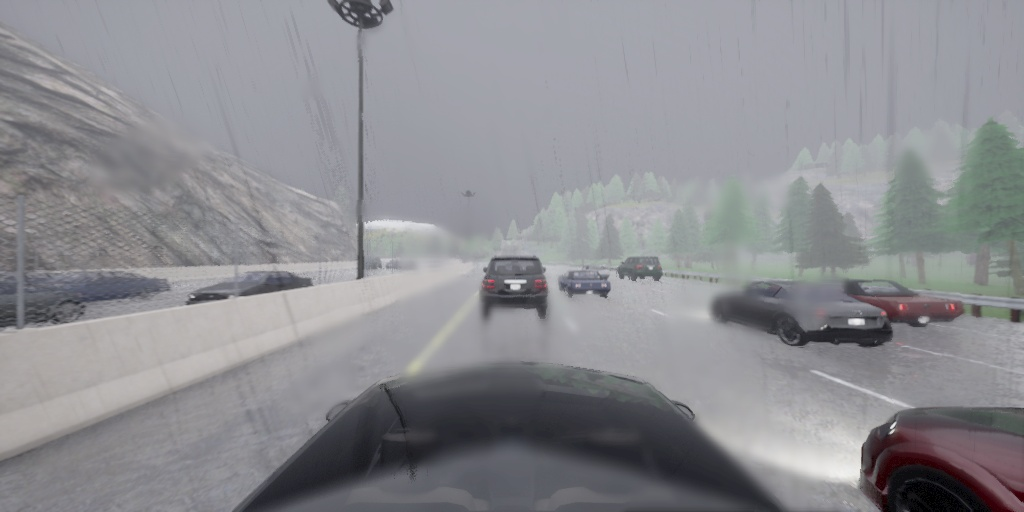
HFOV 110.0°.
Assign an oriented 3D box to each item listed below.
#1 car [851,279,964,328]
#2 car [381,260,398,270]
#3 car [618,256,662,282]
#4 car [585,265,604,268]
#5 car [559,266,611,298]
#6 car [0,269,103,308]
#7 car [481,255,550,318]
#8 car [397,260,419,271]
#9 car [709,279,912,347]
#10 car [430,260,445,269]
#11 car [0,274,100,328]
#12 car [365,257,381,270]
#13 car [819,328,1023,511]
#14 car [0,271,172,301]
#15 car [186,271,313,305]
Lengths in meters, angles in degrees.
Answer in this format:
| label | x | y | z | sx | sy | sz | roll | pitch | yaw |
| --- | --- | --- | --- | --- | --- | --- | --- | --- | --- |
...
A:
| label | x | y | z | sx | sy | sz | roll | pitch | yaw |
| --- | --- | --- | --- | --- | --- | --- | --- | --- | --- |
| car | 10.598 | 1.373 | 11.438 | 1.895 | 1.301 | 4.718 | 0 | 0 | 0 |
| car | -18.515 | 1.370 | 56.579 | 2.128 | 1.511 | 4.902 | 0 | 0 | -5 |
| car | 10.601 | 1.038 | 30.057 | 2.150 | 2.045 | 5.566 | 0 | 0 | 0 |
| car | 7.102 | 1.421 | 31.567 | 1.895 | 1.301 | 4.718 | 0 | 0 | 0 |
| car | 3.600 | 1.390 | 18.626 | 1.895 | 1.301 | 4.718 | 0 | 0 | 0 |
| car | -21.099 | 1.329 | 14.922 | 2.033 | 1.411 | 5.357 | 0 | 0 | 0 |
| car | 0.100 | 0.999 | 13.168 | 2.150 | 2.045 | 5.566 | 0 | 0 | 0 |
| car | -14.600 | 1.392 | 51.330 | 1.812 | 1.442 | 4.674 | 0 | 0 | -4 |
| car | 7.101 | 1.332 | 9.400 | 1.994 | 1.385 | 4.181 | 0 | 0 | 0 |
| car | -11.369 | 1.401 | 55.184 | 1.812 | 1.442 | 4.674 | 0 | 0 | -4 |
| car | -14.100 | 1.332 | 9.250 | 1.994 | 1.385 | 4.181 | 0 | 0 | 0 |
| car | -21.932 | 1.098 | 55.925 | 2.150 | 2.045 | 5.566 | 0 | 0 | -5 |
| car | 3.599 | 1.312 | 0.925 | 1.994 | 1.385 | 4.181 | 0 | 0 | 0 |
| car | -17.600 | 1.329 | 15.130 | 2.033 | 1.411 | 5.357 | 0 | 0 | 0 |
| car | -10.600 | 1.329 | 15.177 | 2.033 | 1.411 | 5.357 | 0 | 0 | 0 |
